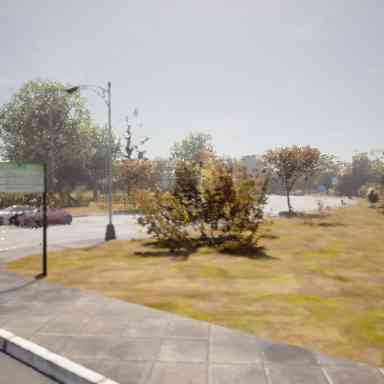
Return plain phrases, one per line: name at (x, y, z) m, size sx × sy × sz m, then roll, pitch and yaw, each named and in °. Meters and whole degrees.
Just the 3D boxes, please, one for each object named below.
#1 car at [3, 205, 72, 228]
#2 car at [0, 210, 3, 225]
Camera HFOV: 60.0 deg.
car at (-10.942, 1.775, 24.285) m, size 1.994 × 1.385 × 4.181 m, roll -1°, pitch 0°, yaw 39°
car at (-13.898, 1.770, 26.194) m, size 1.812 × 1.442 × 4.674 m, roll -1°, pitch 0°, yaw 39°
